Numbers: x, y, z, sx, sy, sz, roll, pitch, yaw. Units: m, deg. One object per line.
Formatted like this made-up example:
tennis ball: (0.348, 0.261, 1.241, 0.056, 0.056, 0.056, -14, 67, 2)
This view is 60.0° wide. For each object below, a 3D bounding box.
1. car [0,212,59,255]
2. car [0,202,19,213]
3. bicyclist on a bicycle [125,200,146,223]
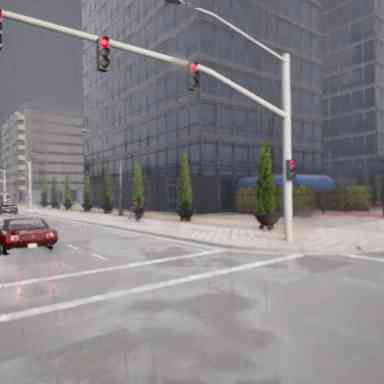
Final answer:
car: (-7.283, 1.738, 14.247, 1.895, 1.301, 4.718, -1, 0, -36)
car: (-21.786, 1.901, 39.208, 2.128, 1.511, 4.902, -1, 0, -37)
bicyclist on a bicycle: (-4.050, 1.387, 23.797, 1.656, 1.620, 0.582, -1, 0, -37)
